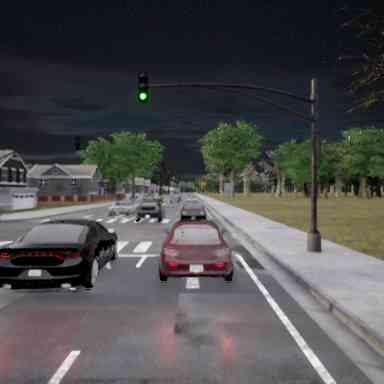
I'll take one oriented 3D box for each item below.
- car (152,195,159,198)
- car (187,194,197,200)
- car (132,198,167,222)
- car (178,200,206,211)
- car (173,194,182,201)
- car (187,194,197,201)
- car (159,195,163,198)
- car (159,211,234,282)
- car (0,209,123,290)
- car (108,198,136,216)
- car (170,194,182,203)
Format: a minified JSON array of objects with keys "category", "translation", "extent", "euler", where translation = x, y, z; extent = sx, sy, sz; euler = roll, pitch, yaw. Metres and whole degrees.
[{"category":"car","translation":[-6.575,1.457,50.842],"extent":[1.994,1.385,4.181],"euler":[0,0,0]},{"category":"car","translation":[-0.003,1.462,63.645],"extent":[1.895,1.301,4.718],"euler":[0,0,0]},{"category":"car","translation":[-3.152,1.458,25.978],"extent":[1.837,1.490,4.892],"euler":[0,0,0]},{"category":"car","translation":[0.098,1.554,26.152],"extent":[1.895,1.301,4.718],"euler":[0,0,0]},{"category":"car","translation":[-3.253,1.211,73.619],"extent":[1.812,1.442,4.674],"euler":[0,0,0]},{"category":"car","translation":[-0.003,1.212,73.619],"extent":[2.128,1.511,4.902],"euler":[0,0,0]},{"category":"car","translation":[-6.514,1.342,62.489],"extent":[1.882,1.535,5.008],"euler":[0,0,0]},{"category":"car","translation":[0.098,1.510,9.605],"extent":[1.812,1.442,4.674],"euler":[0,0,0]},{"category":"car","translation":[-3.289,1.463,9.123],"extent":[1.882,1.535,5.008],"euler":[0,0,-3]},{"category":"car","translation":[-6.599,1.541,31.682],"extent":[1.895,1.301,4.718],"euler":[0,0,0]},{"category":"car","translation":[-3.252,1.410,63.199],"extent":[2.033,1.411,5.357],"euler":[0,0,0]}]
